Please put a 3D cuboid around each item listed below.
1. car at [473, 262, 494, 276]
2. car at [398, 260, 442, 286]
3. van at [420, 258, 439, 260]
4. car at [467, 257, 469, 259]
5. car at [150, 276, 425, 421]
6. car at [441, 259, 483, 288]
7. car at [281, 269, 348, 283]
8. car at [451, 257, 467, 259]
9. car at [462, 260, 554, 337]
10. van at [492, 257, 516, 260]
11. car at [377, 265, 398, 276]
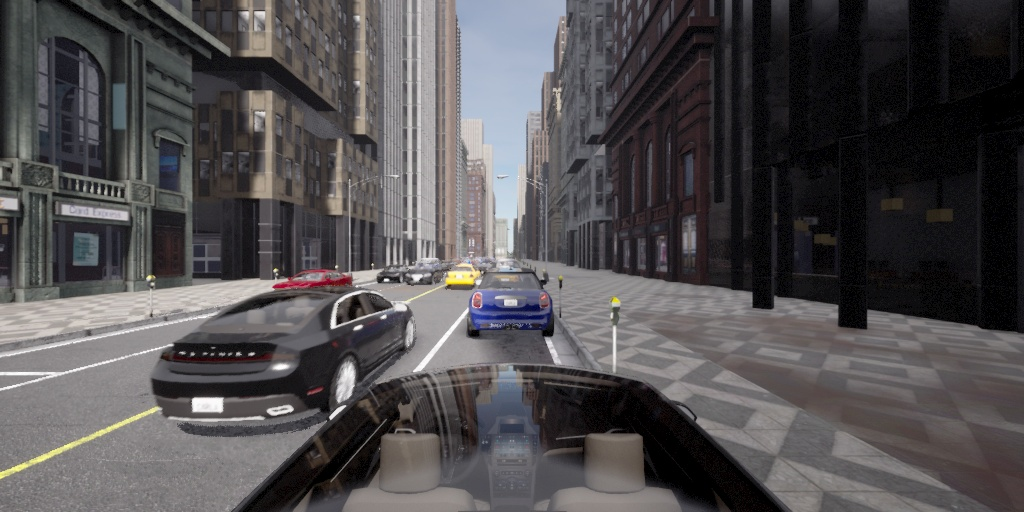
[{"bbox_3d":[-3.027,1.370,38.980,1.895,1.301,4.718,0,0,0],"label":"car"},{"bbox_3d":[-6.232,1.253,25.869,2.128,1.511,4.902,0,0,0],"label":"car"},{"bbox_3d":[-8.890,1.112,38.848,1.690,1.789,3.998,0,0,0],"label":"van"},{"bbox_3d":[-8.879,1.331,61.395,1.888,1.381,4.507,0,0,0],"label":"car"},{"bbox_3d":[-3.047,1.255,6.017,1.837,1.490,4.892,0,0,0],"label":"car"},{"bbox_3d":[-3.135,1.216,23.911,1.801,1.575,5.366,0,0,0],"label":"car"},{"bbox_3d":[-8.900,1.302,16.301,1.888,1.381,4.507,0,0,0],"label":"car"},{"bbox_3d":[-8.881,1.097,55.758,2.192,1.841,5.009,0,0,0],"label":"car"},{"bbox_3d":[-0.028,1.105,10.468,2.097,1.767,4.553,0,0,0],"label":"car"},{"bbox_3d":[-0.370,1.102,27.583,1.690,1.789,3.998,0,0,0],"label":"van"},{"bbox_3d":[-8.895,1.329,27.574,1.948,1.339,4.313,0,0,0],"label":"car"}]
